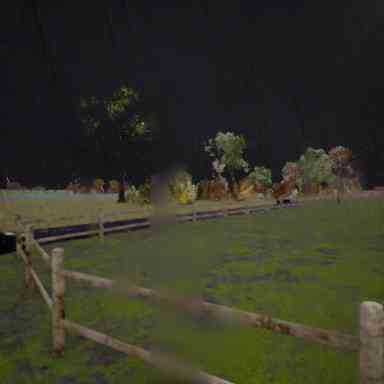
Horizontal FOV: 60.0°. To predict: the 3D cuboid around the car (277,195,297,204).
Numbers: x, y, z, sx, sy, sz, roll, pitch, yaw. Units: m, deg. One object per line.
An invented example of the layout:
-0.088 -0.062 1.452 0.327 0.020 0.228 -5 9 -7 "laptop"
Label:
14.226 1.084 49.817 1.994 1.385 4.181 -1 0 35 "car"
